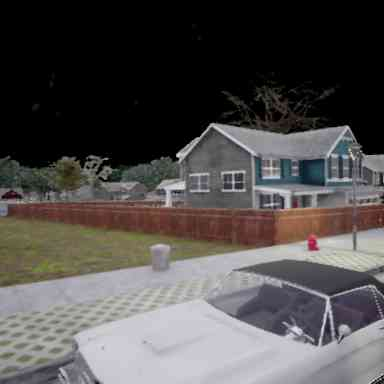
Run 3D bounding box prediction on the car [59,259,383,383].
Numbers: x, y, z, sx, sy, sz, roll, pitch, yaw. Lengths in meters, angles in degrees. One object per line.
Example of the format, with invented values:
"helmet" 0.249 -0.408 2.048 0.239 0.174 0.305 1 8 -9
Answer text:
"car" 1.048 1.603 3.914 4.718 1.301 1.895 0 0 -37
